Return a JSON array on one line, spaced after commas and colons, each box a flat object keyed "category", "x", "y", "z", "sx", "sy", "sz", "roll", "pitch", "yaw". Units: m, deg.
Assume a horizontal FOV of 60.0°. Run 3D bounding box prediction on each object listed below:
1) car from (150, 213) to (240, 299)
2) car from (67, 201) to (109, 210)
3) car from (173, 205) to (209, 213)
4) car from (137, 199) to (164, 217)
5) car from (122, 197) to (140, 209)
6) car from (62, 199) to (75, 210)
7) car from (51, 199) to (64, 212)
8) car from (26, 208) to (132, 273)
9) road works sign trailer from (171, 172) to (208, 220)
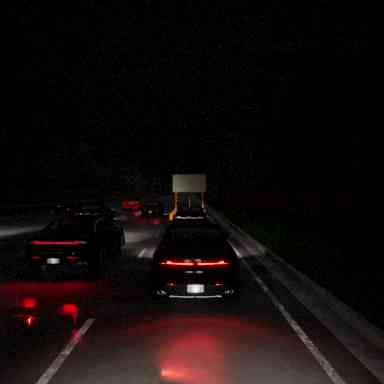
[{"category": "car", "x": 0.047, "y": 1.505, "z": 8.453, "sx": 1.837, "sy": 1.490, "sz": 4.892, "roll": 0, "pitch": 0, "yaw": 0}, {"category": "car", "x": -7.102, "y": 1.547, "z": 24.623, "sx": 2.033, "sy": 1.411, "sz": 5.357, "roll": 0, "pitch": 0, "yaw": 0}, {"category": "car", "x": -0.067, "y": 1.488, "z": 18.842, "sx": 2.128, "sy": 1.511, "sz": 4.902, "roll": 0, "pitch": 0, "yaw": 1}, {"category": "car", "x": -3.647, "y": 1.525, "z": 31.262, "sx": 1.812, "sy": 1.442, "sz": 4.674, "roll": 0, "pitch": 0, "yaw": -1}, {"category": "car", "x": -7.235, "y": 1.353, "z": 41.169, "sx": 2.097, "sy": 1.767, "sz": 4.553, "roll": 0, "pitch": 0, "yaw": -1}, {"category": "car", "x": -10.659, "y": 1.601, "z": 32.539, "sx": 1.895, "sy": 1.301, "sz": 4.718, "roll": 0, "pitch": 0, "yaw": -1}, {"category": "car", "x": -14.206, "y": 1.547, "z": 37.964, "sx": 2.033, "sy": 1.411, "sz": 5.357, "roll": 0, "pitch": 0, "yaw": 0}, {"category": "car", "x": -3.468, "y": 1.492, "z": 10.695, "sx": 2.128, "sy": 1.511, "sz": 4.902, "roll": 0, "pitch": 0, "yaw": 0}, {"category": "road works sign trailer", "x": -0.186, "y": 0.464, "z": 22.712, "sx": 2.380, "sy": 3.560, "sz": 2.880, "roll": 0, "pitch": 0, "yaw": -3}]
